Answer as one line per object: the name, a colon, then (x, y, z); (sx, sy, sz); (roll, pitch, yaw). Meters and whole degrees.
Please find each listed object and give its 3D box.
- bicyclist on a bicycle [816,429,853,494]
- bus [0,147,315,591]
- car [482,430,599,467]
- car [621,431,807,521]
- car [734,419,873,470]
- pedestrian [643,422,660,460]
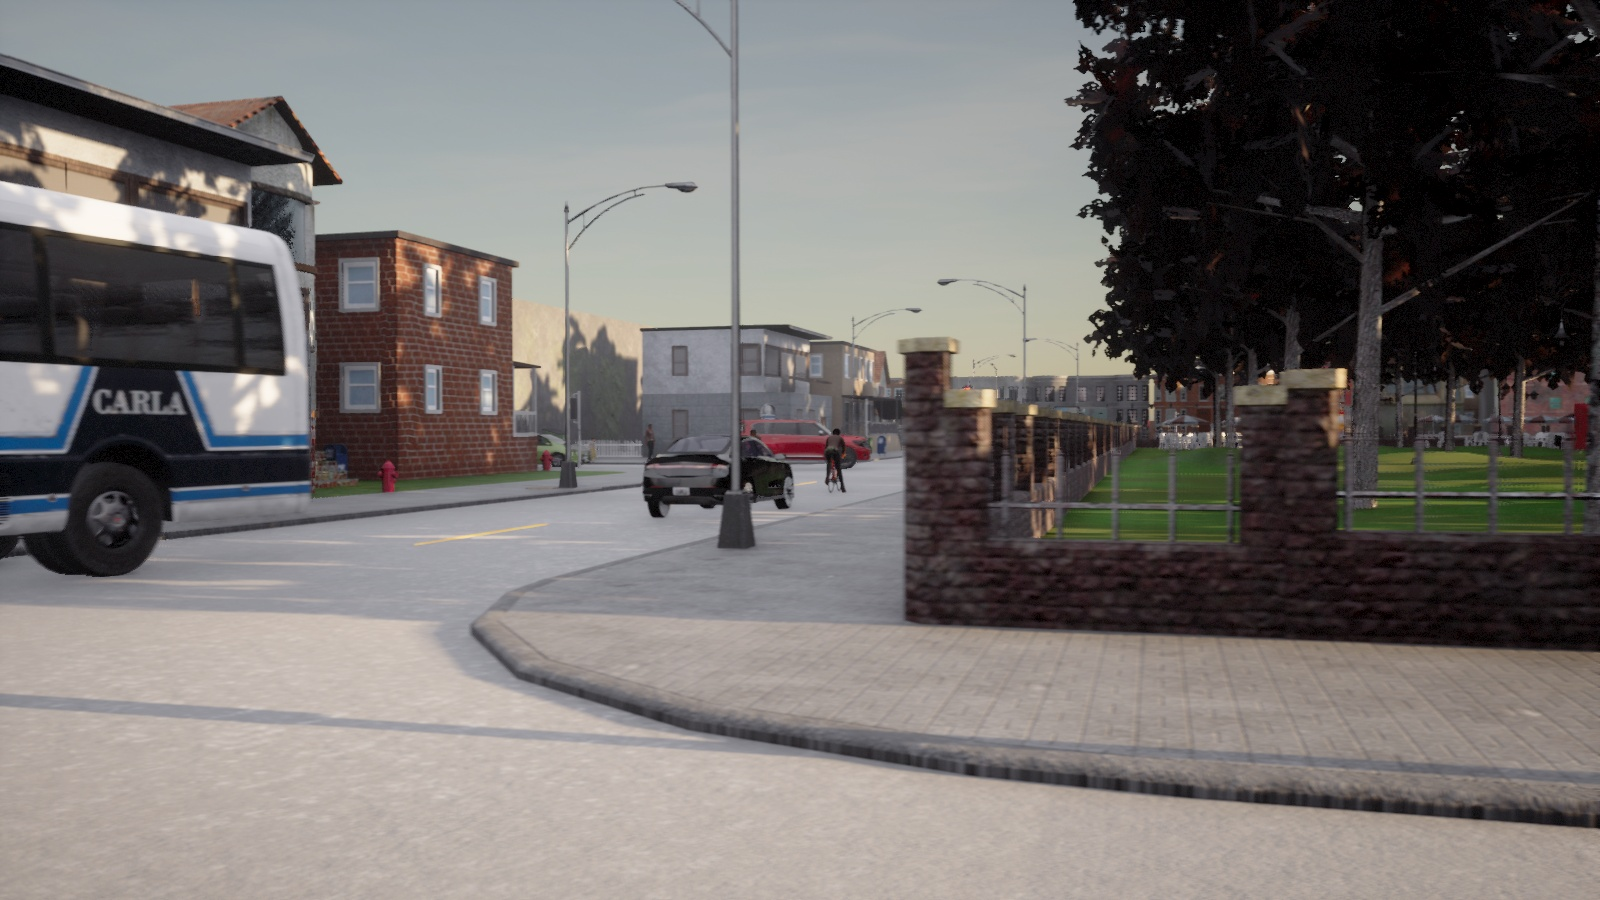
bicyclist on a bicycle: (0.884, 0.286, 32.135); (0.582, 1.620, 1.656); (0, 1, 15)
bus: (-9.884, -0.771, 11.792); (3.944, 4.253, 10.273); (0, 1, 22)
car: (-11.133, -0.104, 53.915); (4.514, 1.525, 2.007); (0, 1, 16)
car: (-1.479, 0.407, 23.915); (2.128, 1.511, 4.902); (0, 1, 14)
car: (0.178, -0.248, 51.388); (5.566, 2.045, 2.150); (0, 1, 3)
pedestrian: (-7.059, -0.416, 59.810); (0.328, 1.805, 0.869); (-1, 1, -44)
